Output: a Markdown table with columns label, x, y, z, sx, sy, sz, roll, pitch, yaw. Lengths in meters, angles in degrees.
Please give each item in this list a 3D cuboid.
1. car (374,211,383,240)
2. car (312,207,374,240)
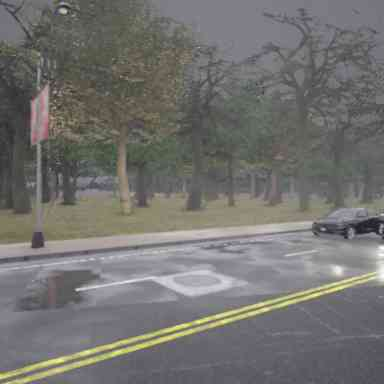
| label | x | y | z | sx | sy | sz | roll | pitch | yaw |
| --- | --- | --- | --- | --- | --- | --- | --- | --- | --- |
| car | 10.718 | 1.436 | 15.324 | 4.553 | 1.767 | 2.097 | 0 | 0 | -35 |
| car | 8.430 | 1.559 | 17.684 | 5.008 | 1.535 | 1.882 | 0 | 0 | -35 |
